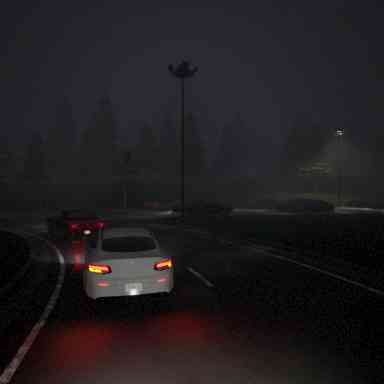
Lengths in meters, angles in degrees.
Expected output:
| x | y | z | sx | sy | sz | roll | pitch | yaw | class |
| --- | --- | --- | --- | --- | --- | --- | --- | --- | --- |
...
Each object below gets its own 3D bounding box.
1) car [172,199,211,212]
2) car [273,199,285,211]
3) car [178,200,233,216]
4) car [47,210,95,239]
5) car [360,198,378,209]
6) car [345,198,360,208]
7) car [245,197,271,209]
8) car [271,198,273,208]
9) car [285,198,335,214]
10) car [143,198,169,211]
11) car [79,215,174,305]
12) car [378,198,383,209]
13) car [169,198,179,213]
| x | y | z | sx | sy | sz | roll | pitch | yaw | class |
| --- | --- | --- | --- | --- | --- | --- | --- | --- | --- |
| -0.040 | 1.564 | 38.539 | 4.181 | 1.385 | 1.994 | 0 | 0 | -14 | car |
| 12.230 | 1.477 | 37.919 | 5.008 | 1.535 | 1.882 | 0 | 0 | -14 | car |
| 1.410 | 1.600 | 31.689 | 4.718 | 1.301 | 1.895 | 0 | 0 | -14 | car |
| -6.180 | 1.601 | 17.414 | 1.895 | 1.301 | 4.718 | 0 | 0 | -35 | car |
| 25.415 | 1.563 | 44.718 | 4.181 | 1.385 | 1.994 | 0 | 0 | -13 | car |
| 24.427 | 1.564 | 48.084 | 4.181 | 1.385 | 1.994 | 0 | 0 | -14 | car |
| 9.623 | 1.477 | 44.486 | 5.008 | 1.535 | 1.882 | 0 | 0 | -14 | car |
| 12.906 | 1.492 | 41.682 | 4.902 | 1.511 | 2.128 | 0 | 0 | -14 | car |
| 12.452 | 1.525 | 34.395 | 4.674 | 1.442 | 1.812 | 0 | 0 | -14 | car |
| -3.538 | 1.477 | 41.290 | 5.008 | 1.535 | 1.882 | 0 | 0 | -14 | car |
| -1.664 | 1.526 | 8.124 | 1.812 | 1.442 | 4.674 | 0 | 0 | -16 | car |
| 26.133 | 1.351 | 41.293 | 4.553 | 1.767 | 2.097 | 0 | 0 | -14 | car |
| 0.045 | 1.564 | 34.957 | 4.181 | 1.385 | 1.994 | 0 | 0 | -14 | car |
